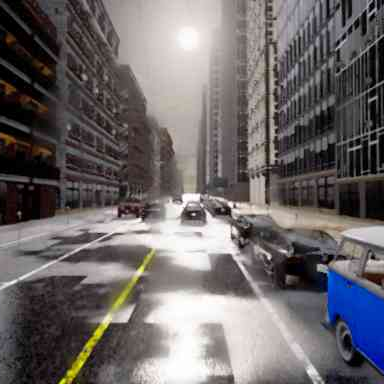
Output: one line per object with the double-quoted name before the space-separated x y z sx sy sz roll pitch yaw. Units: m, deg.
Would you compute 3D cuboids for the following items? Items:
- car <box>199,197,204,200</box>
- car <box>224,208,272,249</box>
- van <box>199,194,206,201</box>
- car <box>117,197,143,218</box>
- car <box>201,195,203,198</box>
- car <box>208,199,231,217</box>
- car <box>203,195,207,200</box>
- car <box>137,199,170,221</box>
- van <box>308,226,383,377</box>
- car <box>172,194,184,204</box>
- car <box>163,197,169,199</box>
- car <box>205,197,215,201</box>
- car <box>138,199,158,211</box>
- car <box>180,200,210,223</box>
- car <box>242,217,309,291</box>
"car" 0.148 1.694 42.206 1.895 1.301 4.718 0 0 0
"car" 2.718 1.601 14.525 1.947 1.339 4.313 1 0 0
"van" 2.805 1.526 87.991 1.690 1.788 3.998 1 0 0
"car" -5.638 1.386 31.490 2.192 1.841 5.009 1 0 0
"car" 2.759 1.547 48.432 1.967 1.590 4.097 1 0 0
"car" 2.738 1.638 31.478 1.947 1.339 4.313 1 0 0
"car" 2.752 1.535 42.781 1.967 1.590 4.097 1 0 0
"car" -3.067 1.568 27.528 1.837 1.490 4.892 0 0 0
"van" 2.709 1.350 3.223 1.690 1.788 3.998 1 0 0
"car" -2.923 1.373 68.186 2.150 2.045 5.566 0 0 0
"car" -5.597 1.677 70.879 1.752 1.417 4.829 1 0 0
"car" 2.745 1.628 37.129 1.887 1.381 4.507 1 0 0
"car" -5.630 1.661 42.792 1.947 1.339 4.313 1 0 0
"car" 0.131 1.624 26.360 1.994 1.385 4.181 0 0 0
"car" 2.712 1.588 8.874 1.947 1.339 4.313 1 0 0
